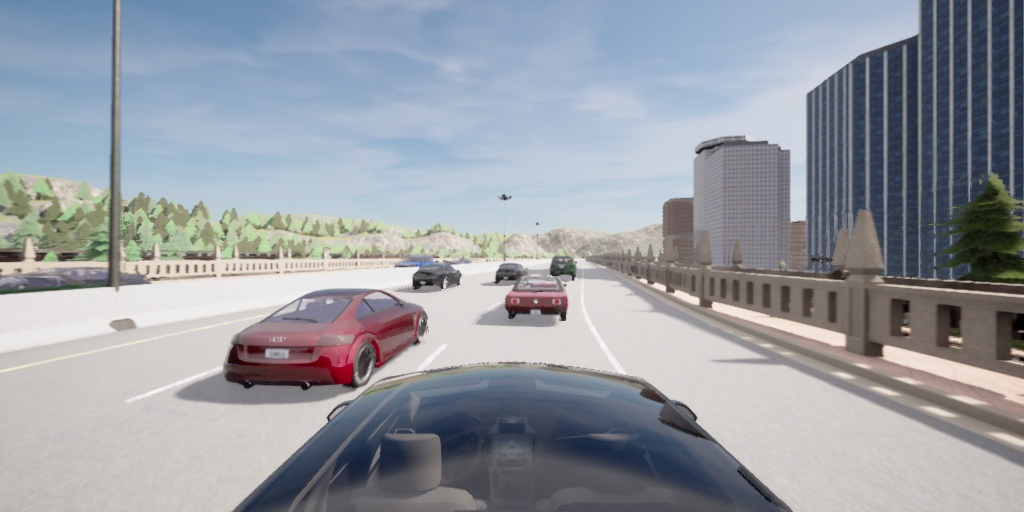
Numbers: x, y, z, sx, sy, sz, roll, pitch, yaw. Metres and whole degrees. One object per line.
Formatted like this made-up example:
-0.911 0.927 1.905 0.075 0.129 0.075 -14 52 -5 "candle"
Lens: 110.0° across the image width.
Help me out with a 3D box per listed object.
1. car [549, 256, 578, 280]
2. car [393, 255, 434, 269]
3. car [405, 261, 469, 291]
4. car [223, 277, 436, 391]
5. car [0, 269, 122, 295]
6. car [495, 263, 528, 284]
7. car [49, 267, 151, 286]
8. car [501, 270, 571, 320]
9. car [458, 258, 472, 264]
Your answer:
4.558 0.999 31.719 2.150 2.045 5.566 0 0 11 "car"
-9.309 0.945 34.651 2.150 2.045 5.566 0 0 12 "car"
-4.447 1.231 22.042 1.837 1.490 4.892 0 0 11 "car"
-3.066 1.294 6.878 1.994 1.385 4.181 0 0 4 "car"
-16.879 1.269 12.085 1.895 1.301 4.718 0 0 6 "car"
0.026 1.256 26.789 1.837 1.490 4.892 0 0 11 "car"
-19.903 1.204 16.175 2.033 1.411 5.357 0 0 8 "car"
0.987 1.345 12.608 1.895 1.301 4.718 0 0 7 "car"
-8.020 1.148 58.701 2.097 1.767 4.553 0 0 11 "car"
